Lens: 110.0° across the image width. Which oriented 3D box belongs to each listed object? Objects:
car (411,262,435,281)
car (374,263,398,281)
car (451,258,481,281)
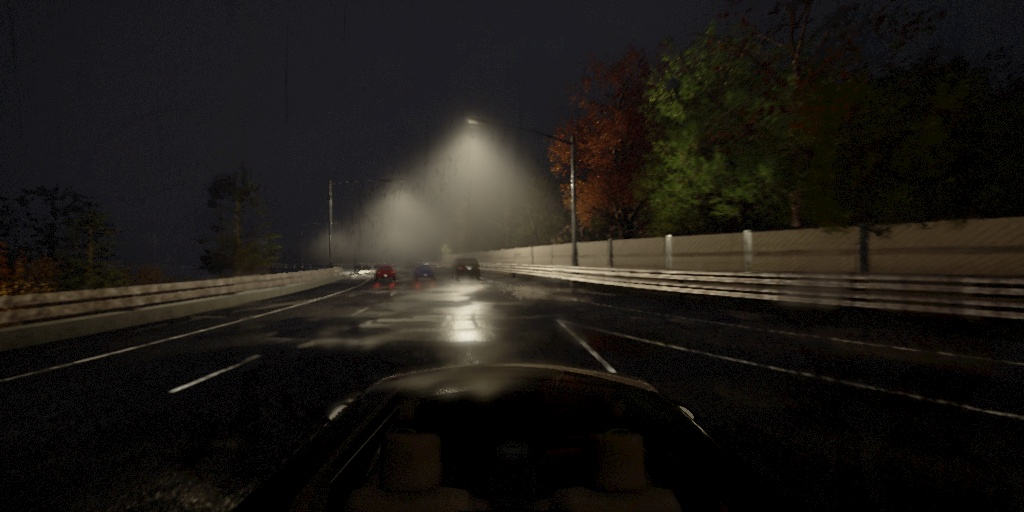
[{"bbox_3d":[-8.576,1.579,34.909,1.812,1.442,4.674,-1,0,-17],"label":"car"},{"bbox_3d":[-12.201,1.632,34.808,1.812,1.442,4.674,-1,0,-18],"label":"car"},{"bbox_3d":[-4.325,1.203,33.093,2.150,2.045,5.566,-1,0,-16],"label":"car"}]
